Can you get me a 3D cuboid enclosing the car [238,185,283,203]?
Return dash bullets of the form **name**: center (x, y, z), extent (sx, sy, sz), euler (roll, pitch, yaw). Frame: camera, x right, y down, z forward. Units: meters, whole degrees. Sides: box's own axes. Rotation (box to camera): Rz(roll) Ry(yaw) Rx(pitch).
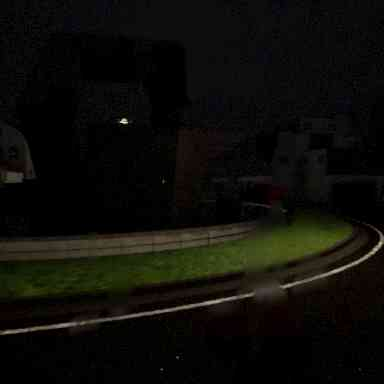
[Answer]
- **car**: center (7.833, 0.181, 38.790), extent (2.150, 2.045, 5.566), euler (-1, 2, -45)
